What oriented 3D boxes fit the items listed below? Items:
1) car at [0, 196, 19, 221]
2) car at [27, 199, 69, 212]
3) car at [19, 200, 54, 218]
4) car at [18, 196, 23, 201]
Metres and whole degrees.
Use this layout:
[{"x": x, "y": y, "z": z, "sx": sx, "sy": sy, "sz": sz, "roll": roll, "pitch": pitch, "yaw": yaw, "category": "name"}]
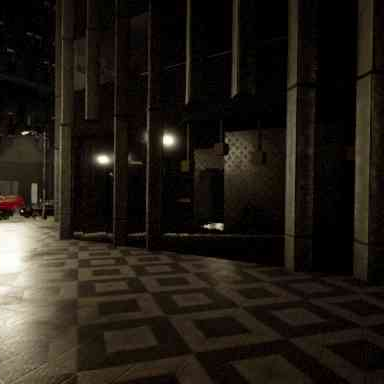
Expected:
[{"x": -17.116, "y": 1.463, "z": 26.607, "sx": 2.192, "sy": 1.841, "sz": 5.009, "roll": 1, "pitch": 0, "yaw": 35, "category": "car"}, {"x": -17.565, "y": 1.633, "z": 40.752, "sx": 1.947, "sy": 1.339, "sz": 4.313, "roll": 1, "pitch": 0, "yaw": 35, "category": "car"}, {"x": -13.863, "y": 1.742, "z": 31.219, "sx": 1.947, "sy": 1.339, "sz": 4.313, "roll": 1, "pitch": 0, "yaw": 35, "category": "car"}, {"x": -20.817, "y": 1.353, "z": 36.143, "sx": 2.192, "sy": 1.841, "sz": 5.009, "roll": 1, "pitch": 0, "yaw": 35, "category": "car"}]
